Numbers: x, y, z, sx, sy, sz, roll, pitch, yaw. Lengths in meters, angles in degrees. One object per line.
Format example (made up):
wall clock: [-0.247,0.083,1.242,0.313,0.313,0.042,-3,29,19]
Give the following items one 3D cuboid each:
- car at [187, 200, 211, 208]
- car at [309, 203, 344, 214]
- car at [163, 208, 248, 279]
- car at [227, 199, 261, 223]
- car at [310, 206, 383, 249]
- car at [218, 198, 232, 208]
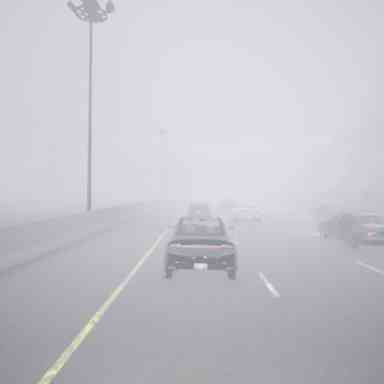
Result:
car: [0.603,1.424,28.683,1.882,1.535,5.008,1,0,1]
car: [11.061,1.614,26.409,2.033,1.411,5.357,1,0,1]
car: [0.250,1.473,10.009,2.128,1.511,4.902,1,0,1]
car: [4.023,1.517,25.231,1.812,1.442,4.674,1,0,1]
car: [7.342,1.597,14.807,2.033,1.411,5.357,1,0,1]
car: [4.343,1.438,41.461,1.882,1.535,5.008,1,0,1]
